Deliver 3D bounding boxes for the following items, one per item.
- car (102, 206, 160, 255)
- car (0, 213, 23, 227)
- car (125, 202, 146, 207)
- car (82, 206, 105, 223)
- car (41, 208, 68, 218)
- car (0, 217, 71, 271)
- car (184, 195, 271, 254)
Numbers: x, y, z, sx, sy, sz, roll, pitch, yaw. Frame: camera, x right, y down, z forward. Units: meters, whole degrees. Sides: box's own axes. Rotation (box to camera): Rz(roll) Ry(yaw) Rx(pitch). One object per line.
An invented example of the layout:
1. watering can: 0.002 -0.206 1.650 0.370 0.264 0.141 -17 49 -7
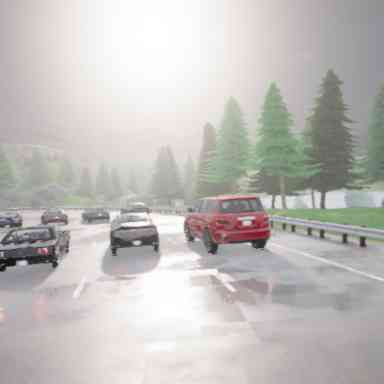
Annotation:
1. car: -2.551 1.618 14.153 2.128 1.511 4.902 -3 0 -14
2. car: -14.647 2.305 26.745 1.895 1.301 4.718 -3 0 -25
3. car: -5.502 1.779 31.815 1.837 1.490 4.892 -2 0 -26
4. car: -9.003 2.003 30.986 1.994 1.385 4.181 -3 0 -27
5. car: -12.353 2.161 29.863 1.994 1.385 4.181 -3 0 -27
6. car: -5.621 1.872 12.142 1.895 1.301 4.718 -3 0 -14
7. car: 1.194 1.169 13.716 2.150 2.045 5.566 -3 0 -14
